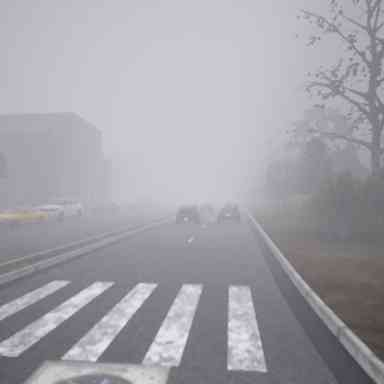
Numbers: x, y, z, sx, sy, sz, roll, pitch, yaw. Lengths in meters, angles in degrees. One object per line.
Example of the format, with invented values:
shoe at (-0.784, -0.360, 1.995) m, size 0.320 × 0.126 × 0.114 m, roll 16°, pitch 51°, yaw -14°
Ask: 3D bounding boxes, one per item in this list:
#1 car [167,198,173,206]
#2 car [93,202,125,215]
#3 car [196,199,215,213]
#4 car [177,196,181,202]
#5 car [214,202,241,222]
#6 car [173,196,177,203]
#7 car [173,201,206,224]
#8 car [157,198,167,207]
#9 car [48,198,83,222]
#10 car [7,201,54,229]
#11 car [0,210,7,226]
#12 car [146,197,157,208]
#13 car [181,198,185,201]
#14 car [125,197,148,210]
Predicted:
car at (-6.319, 2.278, 73.433) m, size 1.946 × 1.575 × 5.366 m, roll 0°, pitch -1°, yaw 7°
car at (-10.432, 1.944, 40.822) m, size 2.163 × 1.488 × 4.792 m, roll 0°, pitch -1°, yaw 7°
car at (1.966, 2.013, 44.215) m, size 1.812 × 1.442 × 4.674 m, roll 0°, pitch -1°, yaw 7°
car at (-4.937, 2.401, 84.396) m, size 1.946 × 1.575 × 5.366 m, roll 0°, pitch -1°, yaw 7°
car at (3.306, 1.879, 29.471) m, size 1.994 × 1.385 × 4.181 m, roll 0°, pitch -1°, yaw 8°
car at (-5.601, 2.219, 79.131) m, size 2.185 × 1.767 × 4.553 m, roll 0°, pitch -1°, yaw 7°
car at (-0.165, 1.815, 27.845) m, size 1.837 × 1.490 × 4.892 m, roll 0°, pitch 0°, yaw 7°
car at (-7.233, 2.205, 66.622) m, size 2.231 × 1.521 × 4.892 m, roll 0°, pitch -1°, yaw 8°
car at (-11.808, 1.540, 29.865) m, size 2.435 × 2.045 × 5.566 m, roll 0°, pitch -1°, yaw 7°
car at (-12.536, 1.723, 24.100) m, size 1.946 × 1.575 × 5.366 m, roll 0°, pitch -1°, yaw 7°
car at (-13.227, 1.661, 18.619) m, size 1.946 × 1.575 × 5.366 m, roll 0°, pitch -1°, yaw 7°
car at (-8.356, 1.848, 57.272) m, size 2.435 × 2.045 × 5.566 m, roll 0°, pitch -1°, yaw 7°
car at (-4.228, 2.216, 90.036) m, size 2.435 × 2.045 × 5.566 m, roll 0°, pitch -1°, yaw 7°
car at (-9.042, 2.039, 51.822) m, size 2.231 × 1.521 × 4.892 m, roll 0°, pitch -1°, yaw 7°
